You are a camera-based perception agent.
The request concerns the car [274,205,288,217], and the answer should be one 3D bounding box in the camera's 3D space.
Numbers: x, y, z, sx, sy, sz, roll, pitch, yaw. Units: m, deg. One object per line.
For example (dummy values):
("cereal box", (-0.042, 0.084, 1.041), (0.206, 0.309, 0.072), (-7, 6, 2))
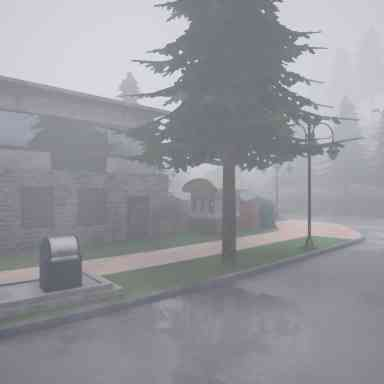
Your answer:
("car", (5.769, 1.368, 28.209), (4.674, 1.442, 1.812), (0, 0, 43))
